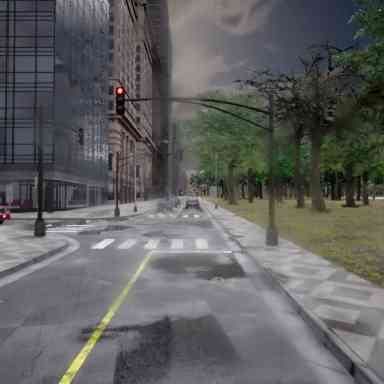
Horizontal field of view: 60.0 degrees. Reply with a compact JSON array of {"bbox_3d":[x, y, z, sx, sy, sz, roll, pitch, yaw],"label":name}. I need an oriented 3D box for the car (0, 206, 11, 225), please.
[{"bbox_3d":[-14.825,1.220,21.495,5.566,2.045,2.150,0,-2,0],"label":"car"}]

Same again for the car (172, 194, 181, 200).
[{"bbox_3d":[-3.094,1.666,59.917,1.837,1.490,4.892,0,0,0],"label":"car"}]

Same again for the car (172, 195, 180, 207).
[{"bbox_3d":[-3.114,1.624,49.506,1.837,1.490,4.892,0,0,0],"label":"car"}]

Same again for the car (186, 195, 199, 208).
[{"bbox_3d":[0.087,1.611,49.359,2.128,1.511,4.902,0,0,0],"label":"car"}]

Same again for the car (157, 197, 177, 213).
[{"bbox_3d":[-3.141,1.627,39.373,2.033,1.411,5.357,0,0,-4],"label":"car"}]
